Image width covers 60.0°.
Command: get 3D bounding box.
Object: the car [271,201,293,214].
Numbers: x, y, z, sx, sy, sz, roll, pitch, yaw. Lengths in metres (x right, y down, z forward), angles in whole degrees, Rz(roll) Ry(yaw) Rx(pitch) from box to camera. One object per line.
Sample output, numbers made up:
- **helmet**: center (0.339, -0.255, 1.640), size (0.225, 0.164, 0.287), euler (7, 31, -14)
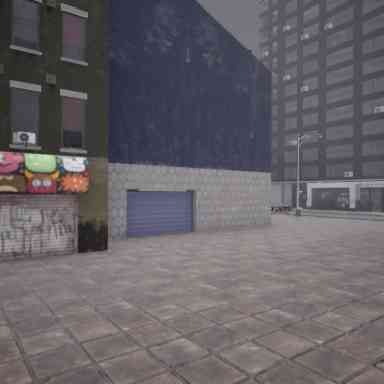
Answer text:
- **car**: center (8.526, 1.640, 36.094), size (1.895, 1.301, 4.718), euler (1, 0, -36)
